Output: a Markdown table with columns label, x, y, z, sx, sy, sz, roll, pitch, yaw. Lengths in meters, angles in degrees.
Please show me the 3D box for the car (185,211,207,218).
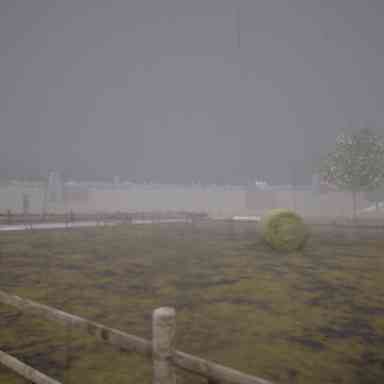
| label | x | y | z | sx | sy | sz | roll | pitch | yaw |
| --- | --- | --- | --- | --- | --- | --- | --- | --- | --- |
| car | 0.763 | 4.037 | 59.422 | 1.895 | 1.301 | 4.718 | 0 | -3 | 35 |
